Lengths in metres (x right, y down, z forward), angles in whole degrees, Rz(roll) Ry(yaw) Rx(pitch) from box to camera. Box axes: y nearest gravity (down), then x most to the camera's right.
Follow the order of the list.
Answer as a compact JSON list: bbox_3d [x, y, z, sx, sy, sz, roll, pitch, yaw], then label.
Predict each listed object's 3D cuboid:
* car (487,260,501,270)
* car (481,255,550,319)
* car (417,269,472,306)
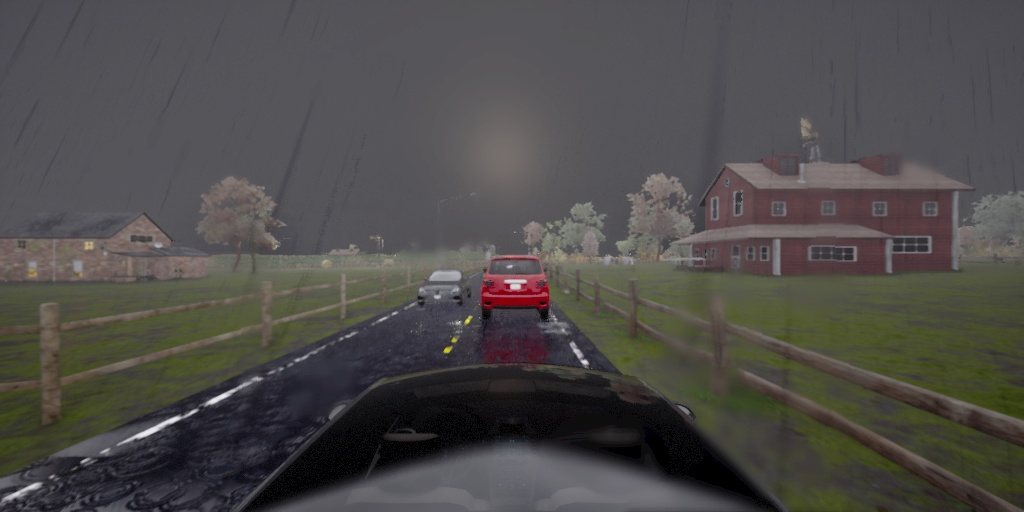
[{"bbox_3d":[-2.810,1.395,56.362,1.882,1.535,5.008,0,0,0],"label":"car"},{"bbox_3d":[0.102,0.998,13.140,2.150,2.045,5.566,0,0,0],"label":"car"},{"bbox_3d":[-2.849,1.310,15.994,1.812,1.442,4.674,0,0,0],"label":"car"}]
